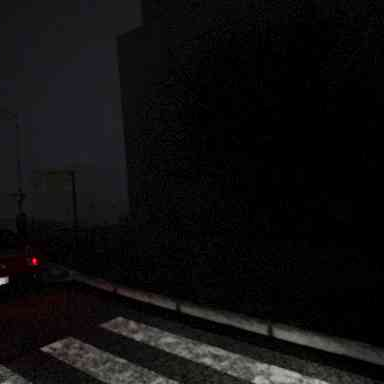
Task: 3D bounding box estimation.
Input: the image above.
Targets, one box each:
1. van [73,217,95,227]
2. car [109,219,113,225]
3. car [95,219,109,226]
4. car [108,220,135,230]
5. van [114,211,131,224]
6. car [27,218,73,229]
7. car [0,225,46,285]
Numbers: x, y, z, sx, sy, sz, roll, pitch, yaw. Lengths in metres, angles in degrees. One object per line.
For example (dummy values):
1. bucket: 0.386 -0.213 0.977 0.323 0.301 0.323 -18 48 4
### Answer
1. van: -18.465 5.141 53.778 4.442 1.987 1.878 -7 -7 24
2. car: -15.984 5.675 58.735 4.553 1.767 2.185 -7 -8 24
3. car: -17.183 5.568 56.215 5.008 1.535 2.097 -7 -7 24
4. car: -13.573 6.319 63.874 4.792 1.488 2.163 -7 -8 24
5. van: -8.157 3.580 46.326 4.442 1.987 1.878 -7 -7 24
6. car: -16.820 3.782 38.841 2.128 1.511 4.902 -7 -5 24
7. car: -5.669 1.596 8.639 4.718 1.301 1.895 1 2 44
